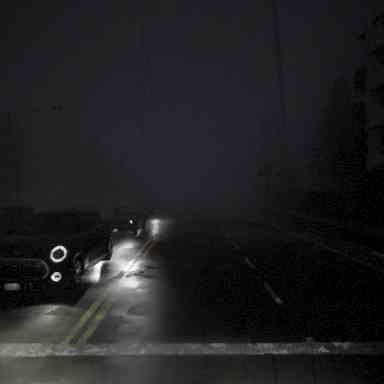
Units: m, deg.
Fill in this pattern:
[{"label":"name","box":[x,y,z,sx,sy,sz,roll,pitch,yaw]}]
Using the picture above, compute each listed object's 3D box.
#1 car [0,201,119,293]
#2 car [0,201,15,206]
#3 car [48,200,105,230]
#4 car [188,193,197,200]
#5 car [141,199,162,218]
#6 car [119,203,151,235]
[{"label":"car","box":[-3.598,1.289,8.894,2.097,1.767,4.553,0,0,0]},{"label":"car","box":[-7.096,1.269,11.796,2.097,1.767,4.553,0,0,0]},{"label":"car","box":[-7.087,1.330,21.019,1.882,1.535,5.008,0,0,0]},{"label":"car","box":[0.012,0.918,73.269,1.812,1.442,4.674,0,0,0]},{"label":"car","box":[-3.559,1.327,28.197,1.812,1.442,4.674,0,0,0]},{"label":"car","box":[-3.592,1.475,17.887,1.895,1.301,4.718,0,0,0]}]
